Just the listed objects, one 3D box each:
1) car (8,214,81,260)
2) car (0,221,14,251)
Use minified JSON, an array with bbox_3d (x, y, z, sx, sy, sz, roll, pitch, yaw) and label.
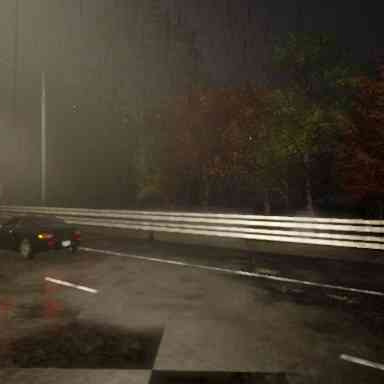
[{"bbox_3d":[-6.133,1.587,12.704,4.674,1.442,1.812,0,0,36],"label":"car"},{"bbox_3d":[-7.018,1.560,9.014,4.892,1.490,1.837,0,0,36],"label":"car"}]
